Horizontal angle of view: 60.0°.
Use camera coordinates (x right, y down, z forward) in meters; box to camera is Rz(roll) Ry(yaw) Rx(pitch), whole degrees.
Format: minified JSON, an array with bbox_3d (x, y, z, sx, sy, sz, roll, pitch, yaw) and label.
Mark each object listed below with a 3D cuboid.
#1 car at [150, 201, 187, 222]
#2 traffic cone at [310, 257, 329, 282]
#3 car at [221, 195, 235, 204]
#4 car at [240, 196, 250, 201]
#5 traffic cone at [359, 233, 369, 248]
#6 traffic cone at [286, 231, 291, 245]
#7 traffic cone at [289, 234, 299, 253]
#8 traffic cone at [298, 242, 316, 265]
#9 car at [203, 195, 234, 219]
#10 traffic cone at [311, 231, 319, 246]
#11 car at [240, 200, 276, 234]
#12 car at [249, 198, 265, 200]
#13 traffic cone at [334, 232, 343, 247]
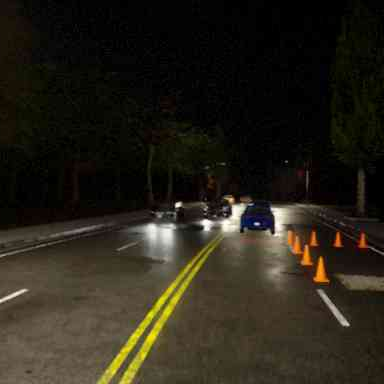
[{"bbox_3d":[-1.722,1.429,25.488,2.128,1.511,4.902,1,0,12],"label":"car"},{"bbox_3d":[3.345,1.987,8.629,0.340,0.580,0.340,1,0,9],"label":"traffic cone"},{"bbox_3d":[7.078,1.452,65.189,2.097,1.767,4.553,1,0,13],"label":"car"},{"bbox_3d":[11.211,1.536,68.787,2.097,1.767,4.553,1,0,12],"label":"car"},{"bbox_3d":[7.246,2.029,14.084,0.340,0.580,0.340,1,0,9],"label":"traffic cone"},{"bbox_3d":[4.286,1.987,14.555,0.340,0.580,0.340,1,0,9],"label":"traffic cone"},{"bbox_3d":[3.972,1.986,12.580,0.340,0.580,0.340,1,0,9],"label":"traffic cone"},{"bbox_3d":[3.659,1.986,10.604,0.340,0.580,0.340,1,0,9],"label":"traffic cone"},{"bbox_3d":[2.309,1.345,28.680,2.097,1.767,4.553,1,0,12],"label":"car"},{"bbox_3d":[5.274,2.001,14.398,0.340,0.580,0.340,1,0,9],"label":"traffic cone"},{"bbox_3d":[3.891,1.499,19.666,1.882,1.535,5.008,1,0,12],"label":"car"},{"bbox_3d":[7.888,1.548,38.019,1.882,1.535,5.008,1,0,12],"label":"car"},{"bbox_3d":[6.261,2.015,14.241,0.340,0.580,0.340,1,0,9],"label":"traffic cone"}]
